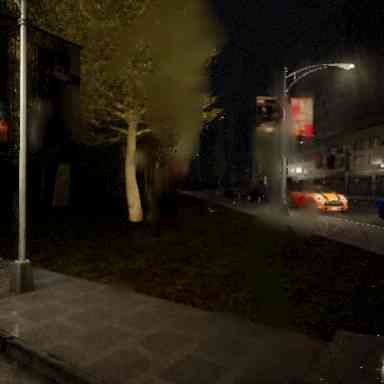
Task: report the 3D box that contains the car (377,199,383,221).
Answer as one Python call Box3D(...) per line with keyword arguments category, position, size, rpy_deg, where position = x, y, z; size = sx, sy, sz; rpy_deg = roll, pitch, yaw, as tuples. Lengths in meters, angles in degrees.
Box3D(category="car", position=(9.325, 0.712, 12.594), size=(1.882, 1.535, 5.008), rpy_deg=(0, 2, -7))

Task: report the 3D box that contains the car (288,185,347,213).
Box3D(category="car", position=(8.080, 0.342, 21.722), size=(2.097, 1.767, 4.553), rpy_deg=(0, 1, -7))

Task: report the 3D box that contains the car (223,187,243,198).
Box3D(category="car", position=(5.316, 0.056, 42.110), size=(2.033, 1.411, 5.357), rpy_deg=(0, 1, -7))

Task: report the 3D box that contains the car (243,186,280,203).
Box3D(category="car", position=(6.750, 0.224, 31.604), size=(1.882, 1.535, 5.008), rpy_deg=(0, 1, -8))
